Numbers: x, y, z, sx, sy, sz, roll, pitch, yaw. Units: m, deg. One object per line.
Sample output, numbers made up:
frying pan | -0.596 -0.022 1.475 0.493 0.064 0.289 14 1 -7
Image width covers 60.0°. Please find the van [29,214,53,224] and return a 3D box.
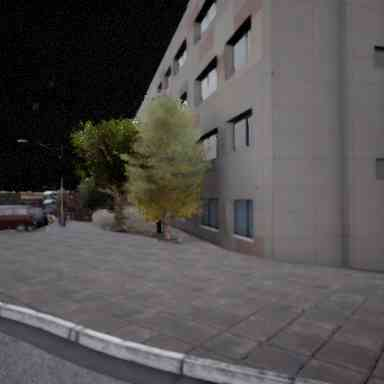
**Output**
van | -31.774 5.695 70.083 4.442 1.987 1.878 0 -4 -22

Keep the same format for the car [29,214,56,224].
car | -34.941 6.302 77.821 5.566 2.045 2.435 0 -4 -22

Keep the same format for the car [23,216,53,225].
car | -28.844 5.298 62.370 5.008 1.535 2.097 0 -4 -22

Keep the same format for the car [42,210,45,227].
car | -14.386 2.392 26.034 4.792 1.488 2.163 0 -4 -22

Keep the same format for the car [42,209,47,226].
car | -15.458 2.556 28.651 5.008 1.535 2.097 0 -4 -22

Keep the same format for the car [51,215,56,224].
car | -22.456 4.020 46.790 5.366 1.575 1.946 0 -4 -22

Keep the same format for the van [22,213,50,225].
van | -27.881 4.853 59.640 4.442 1.987 1.878 0 -4 -22

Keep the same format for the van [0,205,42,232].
van | -13.286 1.970 23.495 4.442 1.987 1.878 0 -3 -22

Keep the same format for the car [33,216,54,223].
car | -36.988 6.849 82.990 4.553 1.767 2.185 0 -4 -22

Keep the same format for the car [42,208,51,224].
car | -16.497 2.508 31.192 5.566 2.045 2.435 0 -4 -22
